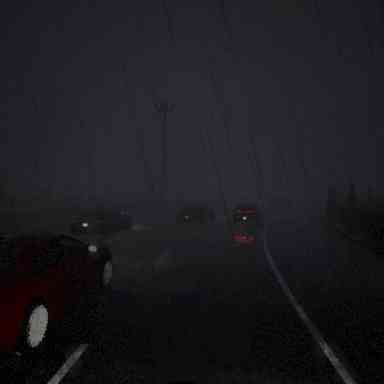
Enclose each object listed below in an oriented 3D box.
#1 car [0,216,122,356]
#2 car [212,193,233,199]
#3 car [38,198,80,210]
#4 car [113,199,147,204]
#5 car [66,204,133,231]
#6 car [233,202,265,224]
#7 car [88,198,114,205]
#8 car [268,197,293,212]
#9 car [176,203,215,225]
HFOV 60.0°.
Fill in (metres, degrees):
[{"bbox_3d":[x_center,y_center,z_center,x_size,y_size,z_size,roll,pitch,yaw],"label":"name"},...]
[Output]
[{"bbox_3d":[-2.995,1.473,6.165,1.882,1.535,5.008,0,0,4],"label":"car"},{"bbox_3d":[6.524,1.273,70.791,2.150,2.045,5.566,0,0,40],"label":"car"},{"bbox_3d":[-14.287,1.461,36.079,1.882,1.535,5.008,0,0,21],"label":"car"},{"bbox_3d":[-6.335,1.613,37.370,1.895,1.301,4.718,0,0,23],"label":"car"},{"bbox_3d":[-4.764,1.564,18.066,1.994,1.385,4.181,0,0,11],"label":"car"},{"bbox_3d":[4.350,1.543,25.271,1.837,1.490,4.892,0,0,17],"label":"car"},{"bbox_3d":[-9.921,1.505,37.730,1.837,1.490,4.892,0,0,22],"label":"car"},{"bbox_3d":[10.785,1.423,40.266,2.097,1.767,4.553,0,0,27],"label":"car"},{"bbox_3d":[0.356,1.501,24.187,1.882,1.535,5.008,0,0,16],"label":"car"}]
